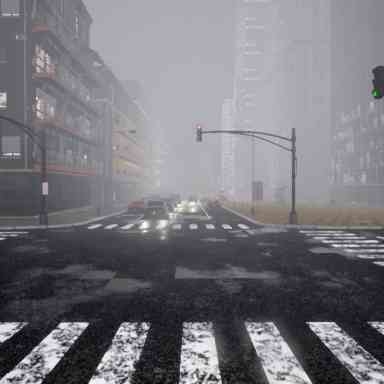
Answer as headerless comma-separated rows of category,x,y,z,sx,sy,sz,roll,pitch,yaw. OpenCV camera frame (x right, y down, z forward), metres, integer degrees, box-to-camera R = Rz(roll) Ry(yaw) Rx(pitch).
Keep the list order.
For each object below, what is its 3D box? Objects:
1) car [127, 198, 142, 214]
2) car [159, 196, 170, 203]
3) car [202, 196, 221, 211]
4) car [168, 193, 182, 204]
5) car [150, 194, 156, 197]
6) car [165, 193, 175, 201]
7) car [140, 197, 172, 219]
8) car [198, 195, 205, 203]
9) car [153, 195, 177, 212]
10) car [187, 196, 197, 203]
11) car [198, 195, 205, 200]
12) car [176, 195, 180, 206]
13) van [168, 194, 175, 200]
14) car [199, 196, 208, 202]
car,-5.709,1.540,35.411,1.887,1.381,4.507,-1,0,0
car,-5.718,1.583,69.305,1.802,1.307,4.206,-1,0,0
car,2.636,1.540,41.120,1.887,1.381,4.507,-1,0,0
car,-3.054,1.221,59.368,2.150,2.045,5.566,0,0,1
car,-5.712,1.436,41.060,1.967,1.590,4.097,-1,0,0
car,-5.726,1.322,86.252,2.192,1.841,5.009,-1,0,0
car,-3.106,1.501,29.382,1.837,1.490,4.892,0,0,0
car,2.631,1.551,63.715,2.008,1.369,4.403,-1,0,0
car,-3.105,1.473,38.928,1.882,1.535,5.008,0,0,0
car,0.084,1.479,69.837,1.882,1.535,5.008,0,0,0
car,2.623,1.535,92.131,1.752,1.417,4.829,-1,0,0
car,-3.101,1.522,48.811,1.812,1.442,4.674,0,0,0
van,-5.727,1.350,91.900,1.690,1.788,3.998,-1,0,0
car,2.628,1.548,75.014,1.887,1.381,4.507,-1,0,0
